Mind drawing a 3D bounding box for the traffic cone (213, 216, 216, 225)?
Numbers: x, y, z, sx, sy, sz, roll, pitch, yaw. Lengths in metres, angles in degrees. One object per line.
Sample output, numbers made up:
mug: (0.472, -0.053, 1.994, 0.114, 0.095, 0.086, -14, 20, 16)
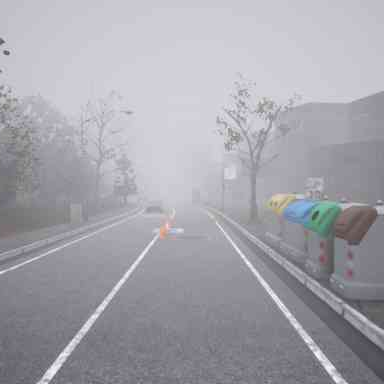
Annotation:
traffic cone: (1.492, 1.913, 22.085, 0.340, 0.580, 0.340, 0, 0, 6)

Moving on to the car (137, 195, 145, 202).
car: (-11.083, 1.451, 74.355, 1.882, 1.535, 5.008, -2, 0, -18)

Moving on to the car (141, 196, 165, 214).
car: (-3.777, 1.489, 34.702, 2.033, 1.411, 5.357, 0, 0, -2)

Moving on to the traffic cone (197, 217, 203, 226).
traffic cone: (0.526, 1.913, 21.955, 0.340, 0.580, 0.340, 0, 0, 0)
